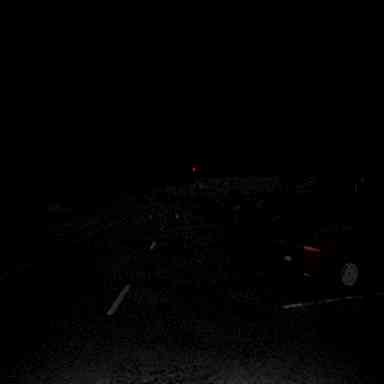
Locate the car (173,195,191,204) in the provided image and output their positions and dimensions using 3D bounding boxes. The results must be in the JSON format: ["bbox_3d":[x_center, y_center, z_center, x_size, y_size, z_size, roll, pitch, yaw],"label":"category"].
[{"bbox_3d":[-1.704,2.011,82.909,4.553,1.767,2.185,1,-1,-30],"label":"car"}]

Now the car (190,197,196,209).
[{"bbox_3d":[2.868,1.702,42.270,5.366,1.575,1.946,1,0,-25],"label":"car"}]

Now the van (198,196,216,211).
[{"bbox_3d":[3.397,1.448,36.276,4.442,1.987,1.878,1,0,-24],"label":"van"}]

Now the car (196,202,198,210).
[{"bbox_3d":[3.308,1.566,39.350,4.553,1.767,2.185,1,0,-25],"label":"car"}]

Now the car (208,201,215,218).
[{"bbox_3d":[4.059,1.667,27.279,4.674,1.452,2.002,1,0,-23],"label":"car"}]

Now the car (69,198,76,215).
[{"bbox_3d":[-14.820,1.707,33.370,5.366,1.575,1.946,-1,0,-24],"label":"car"}]

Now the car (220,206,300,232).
[{"bbox_3d":[4.335,1.635,21.248,4.674,1.452,2.002,1,-1,-23],"label":"car"}]

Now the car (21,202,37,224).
[{"bbox_3d":[-14.111,1.694,24.577,4.674,1.452,2.002,-1,0,-23],"label":"car"}]

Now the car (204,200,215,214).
[{"bbox_3d":[3.883,1.683,30.298,4.674,1.452,2.002,1,-1,-24],"label":"car"}]

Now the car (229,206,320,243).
[{"bbox_3d":[4.556,1.563,15.204,5.008,1.535,2.097,1,0,-22],"label":"car"}]

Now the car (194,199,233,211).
[{"bbox_3d":[2.963,1.759,45.329,4.792,1.488,2.163,1,-1,-25],"label":"car"}]

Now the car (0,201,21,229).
[{"bbox_3d":[-13.945,1.510,21.630,4.553,1.767,2.185,-1,0,-22],"label":"car"}]

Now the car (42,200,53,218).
[{"bbox_3d":[-14.274,1.712,27.534,4.674,1.452,2.002,-1,0,-23],"label":"car"}]

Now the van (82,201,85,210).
[{"bbox_3d":[-14.991,1.515,39.402,4.442,1.987,1.878,-1,-1,-24],"label":"van"}]

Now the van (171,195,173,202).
[{"bbox_3d":[-2.266,1.921,85.834,4.442,1.987,1.878,1,0,-30],"label":"van"}]

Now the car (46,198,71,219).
[{"bbox_3d":[-14.288,1.684,30.569,5.366,1.575,1.946,-1,-1,-23],"label":"car"}]

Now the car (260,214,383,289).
[{"bbox_3d":[4.681,1.531,9.168,5.008,1.535,2.097,1,-1,-21],"label":"car"}]

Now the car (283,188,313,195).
[{"bbox_3d":[17.757,0.512,57.331,2.002,1.452,4.674,-6,3,-30],"label":"car"}]

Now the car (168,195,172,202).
[{"bbox_3d":[-2.699,1.909,88.841,5.566,2.045,2.435,1,0,-30],"label":"car"}]

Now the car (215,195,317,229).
[{"bbox_3d":[4.432,1.327,18.211,5.566,2.045,2.435,1,0,-22],"label":"car"}]

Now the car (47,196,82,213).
[{"bbox_3d":[-14.833,1.599,36.412,4.553,1.767,2.185,-1,0,-24],"label":"car"}]

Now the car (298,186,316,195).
[{"bbox_3d":[20.710,-0.064,57.814,2.435,2.045,5.566,-6,3,-30],"label":"car"}]

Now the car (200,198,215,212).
[{"bbox_3d":[3.710,1.660,33.312,4.892,1.521,2.231,1,0,-24],"label":"car"}]
